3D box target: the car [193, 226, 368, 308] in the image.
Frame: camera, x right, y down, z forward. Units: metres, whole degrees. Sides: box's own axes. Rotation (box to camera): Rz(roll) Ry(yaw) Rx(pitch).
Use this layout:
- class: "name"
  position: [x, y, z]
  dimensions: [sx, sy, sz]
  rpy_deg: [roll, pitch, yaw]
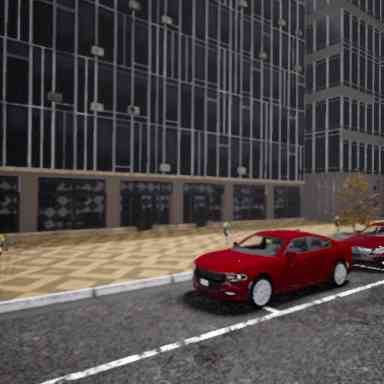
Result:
- class: "car"
  position: [2.088, 1.608, 8.047]
  dimensions: [4.507, 1.381, 1.887]
  rpy_deg: [1, 0, -35]

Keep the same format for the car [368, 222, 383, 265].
- class: "car"
  position: [6.723, 1.702, 11.353]
  dimensions: [4.206, 1.307, 1.802]
  rpy_deg: [1, 0, -35]
